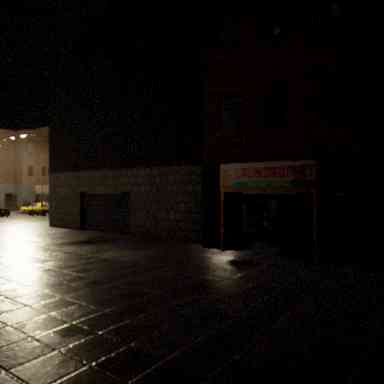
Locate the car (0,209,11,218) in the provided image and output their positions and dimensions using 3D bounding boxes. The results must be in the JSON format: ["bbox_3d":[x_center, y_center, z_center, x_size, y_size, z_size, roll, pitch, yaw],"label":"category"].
[{"bbox_3d":[-17.977,1.660,28.628,1.947,1.339,4.313,-1,-1,35],"label":"car"}]

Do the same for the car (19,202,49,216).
[{"bbox_3d":[-14.625,1.664,33.352,1.752,1.417,4.829,-1,-1,35],"label":"car"}]
